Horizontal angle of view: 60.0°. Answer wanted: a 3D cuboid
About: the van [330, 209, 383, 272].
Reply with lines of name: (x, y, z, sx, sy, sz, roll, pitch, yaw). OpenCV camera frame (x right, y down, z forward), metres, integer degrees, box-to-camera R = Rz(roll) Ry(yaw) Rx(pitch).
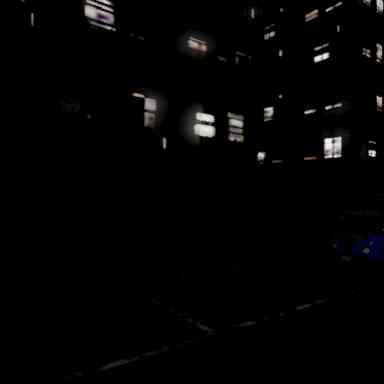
van: (6.259, 1.473, 11.022, 3.998, 1.788, 1.690, 1, 0, -35)
